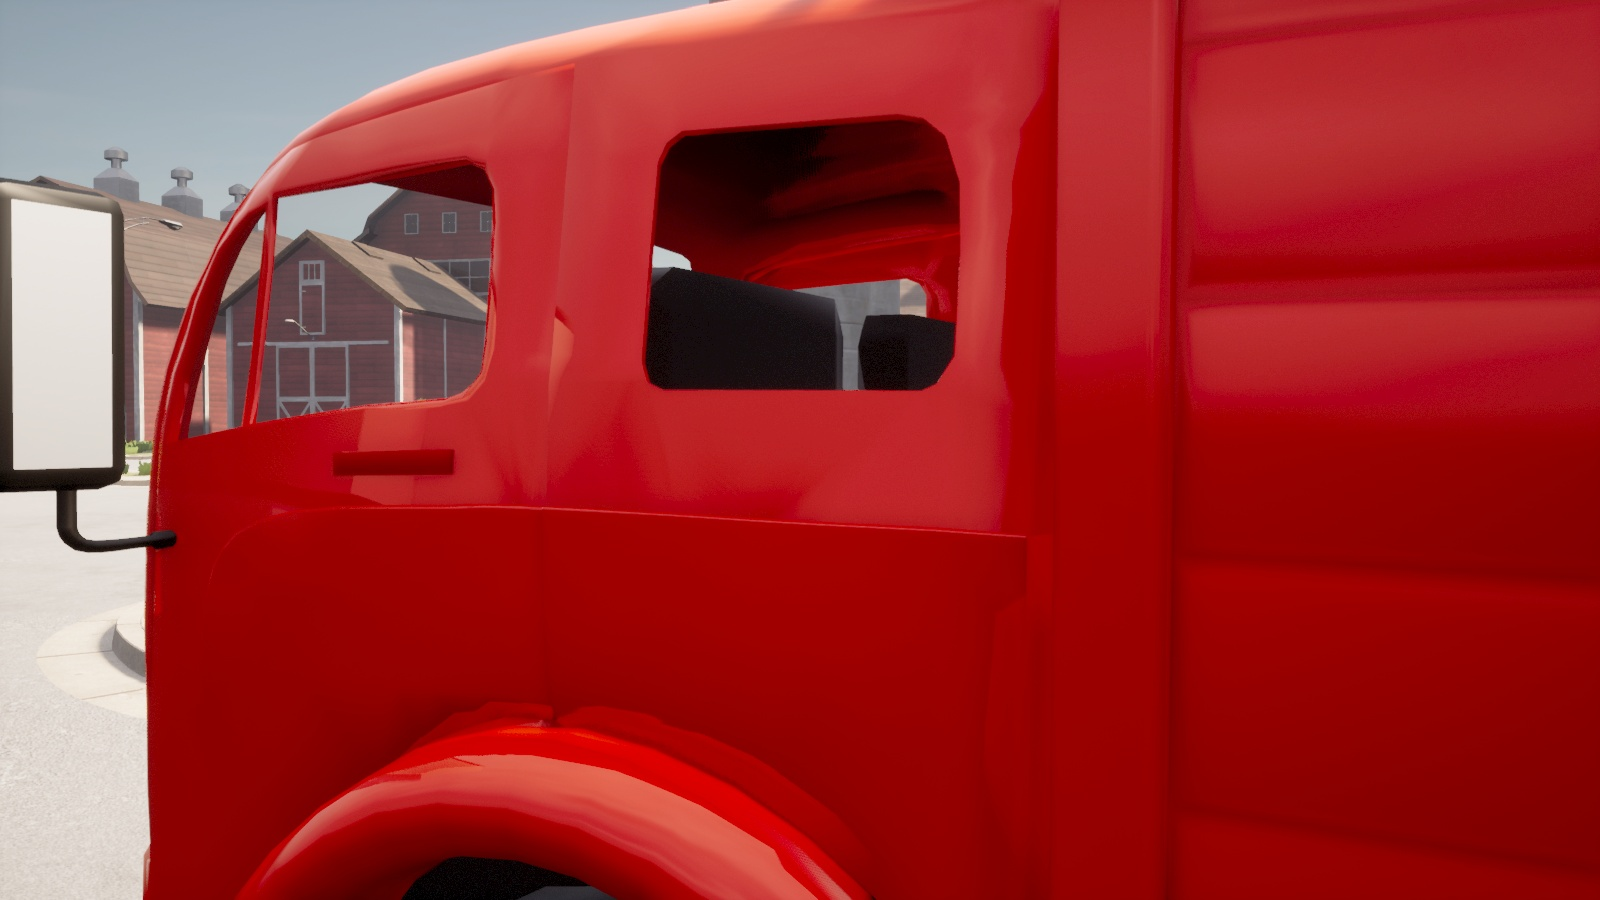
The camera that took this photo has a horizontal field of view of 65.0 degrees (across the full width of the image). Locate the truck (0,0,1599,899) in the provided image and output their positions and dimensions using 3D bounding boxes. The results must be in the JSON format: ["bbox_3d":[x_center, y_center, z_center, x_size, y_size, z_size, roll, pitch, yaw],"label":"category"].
[{"bbox_3d":[1.399,0.318,1.758,5.204,2.467,2.627,2,2,28],"label":"truck"}]
